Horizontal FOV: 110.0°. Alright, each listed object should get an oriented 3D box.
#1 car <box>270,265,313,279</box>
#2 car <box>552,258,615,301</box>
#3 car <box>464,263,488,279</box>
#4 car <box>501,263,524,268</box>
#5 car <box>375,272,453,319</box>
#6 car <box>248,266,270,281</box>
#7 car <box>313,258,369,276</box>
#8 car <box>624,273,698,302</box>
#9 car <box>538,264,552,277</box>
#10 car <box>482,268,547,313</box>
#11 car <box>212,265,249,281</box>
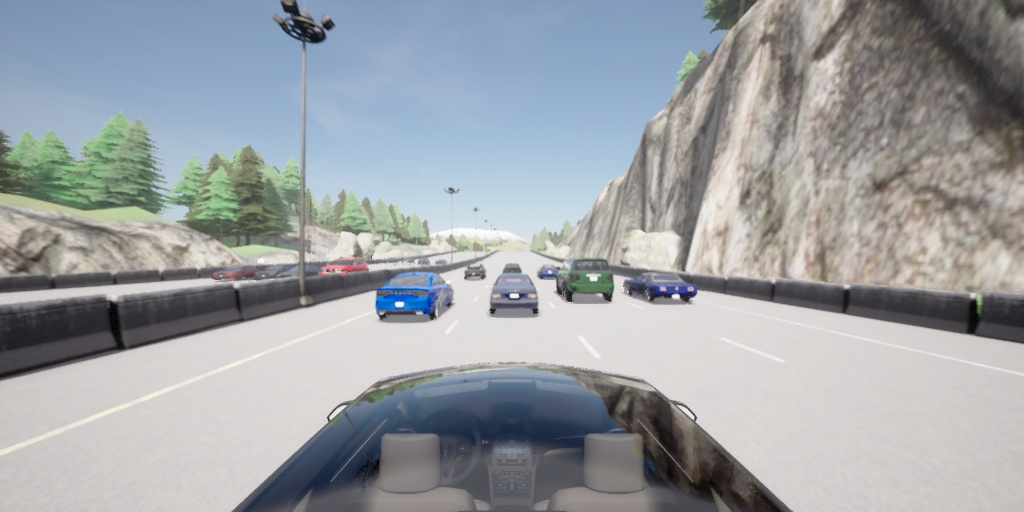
[{"bbox_3d":[-17.652,1.487,30.645,2.033,1.411,5.357,0,0,0],"label":"car"},{"bbox_3d":[3.571,1.102,18.368,2.150,2.045,5.566,0,0,0],"label":"car"},{"bbox_3d":[-3.462,1.414,34.613,2.128,1.511,4.902,0,0,0],"label":"car"},{"bbox_3d":[0.037,1.424,34.741,1.837,1.490,4.892,0,0,0],"label":"car"},{"bbox_3d":[-3.428,1.336,13.407,1.882,1.535,5.008,0,0,0],"label":"car"},{"bbox_3d":[-21.151,1.509,32.500,1.994,1.385,4.181,0,0,0],"label":"car"},{"bbox_3d":[-14.151,1.157,30.610,2.150,2.045,5.566,0,0,0],"label":"car"},{"bbox_3d":[7.071,1.474,17.680,1.895,1.301,4.718,0,0,0],"label":"car"},{"bbox_3d":[3.536,1.478,35.253,1.994,1.385,4.181,0,0,0],"label":"car"},{"bbox_3d":[0.075,1.410,14.613,2.033,1.411,5.357,0,0,0],"label":"car"},{"bbox_3d":[-24.651,1.513,32.376,1.994,1.385,4.181,0,0,0],"label":"car"}]
